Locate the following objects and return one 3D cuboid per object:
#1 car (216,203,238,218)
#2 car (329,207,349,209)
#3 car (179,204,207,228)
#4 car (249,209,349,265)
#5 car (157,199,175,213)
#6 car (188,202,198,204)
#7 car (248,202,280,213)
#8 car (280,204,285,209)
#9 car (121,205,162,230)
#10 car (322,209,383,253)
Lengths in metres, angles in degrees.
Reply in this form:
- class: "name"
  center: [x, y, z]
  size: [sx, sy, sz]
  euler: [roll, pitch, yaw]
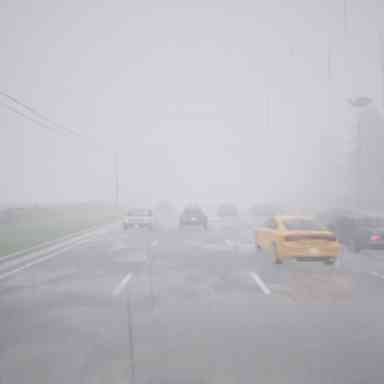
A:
- class: "car"
  center: [3.588, 1.875, 34.170]
  size: [2.033, 1.411, 5.357]
  euler: [0, -1, 0]
- class: "car"
  center: [10.591, 1.796, 24.152]
  size: [1.994, 1.385, 4.181]
  euler: [0, 0, 0]
- class: "car"
  center: [0.091, 1.799, 24.426]
  size: [1.994, 1.385, 4.181]
  euler: [0, 0, 0]
- class: "car"
  center: [3.595, 1.596, 12.276]
  size: [1.882, 1.535, 5.008]
  euler: [0, 0, 0]
- class: "car"
  center: [-3.487, 1.778, 44.502]
  size: [2.097, 1.767, 4.553]
  euler: [0, -1, 0]
- class: "car"
  center: [0.085, 1.975, 42.797]
  size: [1.994, 1.385, 4.181]
  euler: [0, 0, 0]
- class: "car"
  center: [7.087, 1.877, 34.307]
  size: [2.033, 1.411, 5.357]
  euler: [0, -1, 0]
- class: "car"
  center: [10.585, 1.974, 42.786]
  size: [1.994, 1.385, 4.181]
  euler: [0, 0, 0]
- class: "car"
  center: [-3.408, 1.819, 22.673]
  size: [1.895, 1.301, 4.718]
  euler: [0, -1, 0]
- class: "car"
  center: [7.094, 1.685, 14.243]
  size: [2.033, 1.411, 5.357]
  euler: [0, -1, 0]
